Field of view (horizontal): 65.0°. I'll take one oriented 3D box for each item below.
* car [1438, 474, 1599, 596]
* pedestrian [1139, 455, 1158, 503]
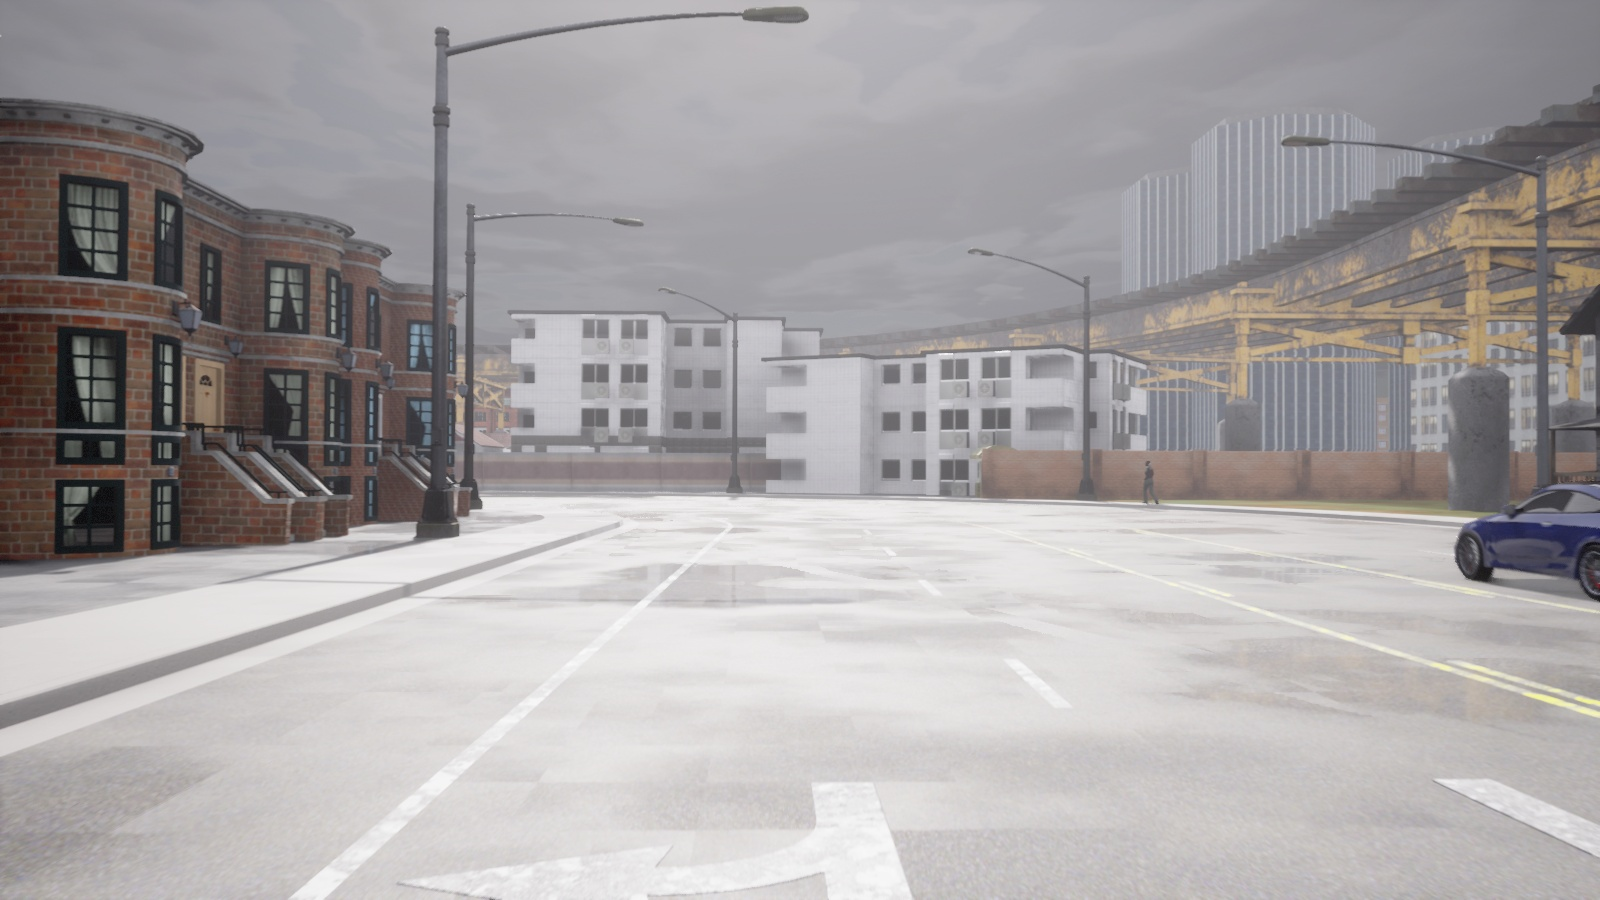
[{"bbox_3d":[10.463,1.046,16.454,1.812,1.442,4.674,0,-1,0],"label":"car"},{"bbox_3d":[14.333,1.195,51.630,0.402,1.930,0.666,0,-1,-30],"label":"pedestrian"}]
